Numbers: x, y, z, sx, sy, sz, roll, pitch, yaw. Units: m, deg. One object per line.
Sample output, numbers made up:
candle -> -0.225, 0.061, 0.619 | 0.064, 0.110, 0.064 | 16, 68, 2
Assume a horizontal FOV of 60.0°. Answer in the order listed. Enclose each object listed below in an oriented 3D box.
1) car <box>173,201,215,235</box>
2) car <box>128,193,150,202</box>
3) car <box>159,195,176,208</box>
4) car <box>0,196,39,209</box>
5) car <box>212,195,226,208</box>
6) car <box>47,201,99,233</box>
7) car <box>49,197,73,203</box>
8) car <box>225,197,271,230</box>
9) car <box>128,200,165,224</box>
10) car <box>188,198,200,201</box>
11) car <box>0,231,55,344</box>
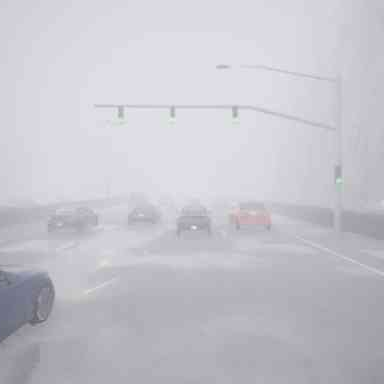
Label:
car -> 0.101, 1.499, 18.964 | 1.837, 1.490, 4.892 | 0, 0, 0
car -> -6.758, 1.076, 42.795 | 2.150, 2.045, 5.566 | 0, 1, 0
car -> -3.249, 1.195, 43.843 | 2.097, 1.767, 4.553 | 0, 1, 0
car -> -17.425, 1.407, 33.921 | 1.882, 1.535, 5.008 | 0, 0, 0
car -> 3.751, 1.196, 43.807 | 2.097, 1.767, 4.553 | 0, 1, 0
car -> -6.913, 1.514, 19.618 | 1.812, 1.442, 4.674 | 0, 0, 0
car -> -17.346, 1.363, 44.211 | 1.812, 1.442, 4.674 | 0, 1, 0
car -> 3.610, 1.341, 21.437 | 2.097, 1.767, 4.553 | 0, 0, 0
car -> -3.384, 1.536, 24.310 | 1.994, 1.385, 4.181 | 0, 0, 0
car -> 0.223, 1.427, 40.325 | 2.033, 1.411, 5.357 | 0, 0, 0
car -> -3.414, 1.527, 4.146 | 1.812, 1.442, 4.674 | 0, 0, 0
